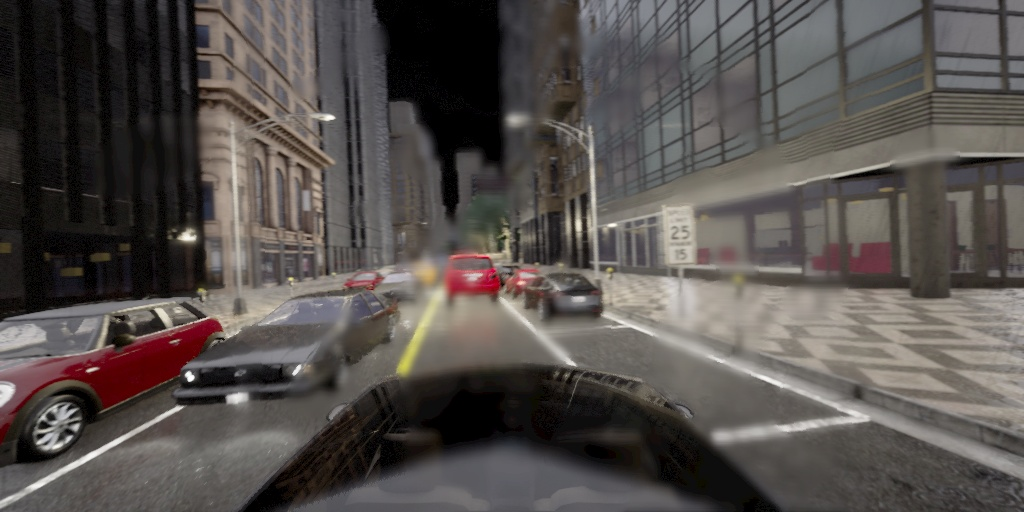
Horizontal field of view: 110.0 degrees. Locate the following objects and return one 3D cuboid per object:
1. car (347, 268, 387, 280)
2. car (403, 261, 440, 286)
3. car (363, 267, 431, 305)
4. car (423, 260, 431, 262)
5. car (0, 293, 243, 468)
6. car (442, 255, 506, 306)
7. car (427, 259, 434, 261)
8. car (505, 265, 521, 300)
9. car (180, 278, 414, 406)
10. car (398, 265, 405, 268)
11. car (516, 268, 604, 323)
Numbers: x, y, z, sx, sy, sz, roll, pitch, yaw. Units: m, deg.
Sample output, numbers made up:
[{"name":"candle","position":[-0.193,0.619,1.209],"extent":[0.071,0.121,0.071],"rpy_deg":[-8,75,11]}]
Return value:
[{"name":"car","position":[-8.558,1.601,21.216],"extent":[1.888,1.381,4.507],"rpy_deg":[0,0,-9]},{"name":"car","position":[-6.864,1.437,27.526],"extent":[1.882,1.535,5.008],"rpy_deg":[-3,0,-9]},{"name":"car","position":[-5.281,1.474,17.273],"extent":[2.033,1.411,5.357],"rpy_deg":[-3,0,-9]},{"name":"car","position":[-13.571,1.676,53.588],"extent":[1.751,1.417,4.829],"rpy_deg":[0,0,-9]},{"name":"car","position":[-6.044,1.443,4.979],"extent":[1.967,1.591,4.097],"rpy_deg":[0,0,-10]},{"name":"car","position":[-1.896,1.003,16.386],"extent":[2.150,2.045,5.566],"rpy_deg":[-3,0,-9]},{"name":"car","position":[-14.437,1.605,59.179],"extent":[1.967,1.591,4.097],"rpy_deg":[0,0,-9]},{"name":"car","position":[0.699,1.250,17.094],"extent":[1.802,1.307,4.207],"rpy_deg":[0,0,-9]},{"name":"car","position":[-3.676,1.439,7.246],"extent":[2.033,1.411,5.357],"rpy_deg":[-3,0,-3]},{"name":"car","position":[-9.372,1.599,26.471],"extent":[1.751,1.417,4.829],"rpy_deg":[0,0,-9]},{"name":"car","position":[1.538,1.216,11.672],"extent":[1.948,1.339,4.313],"rpy_deg":[0,0,-9]}]
